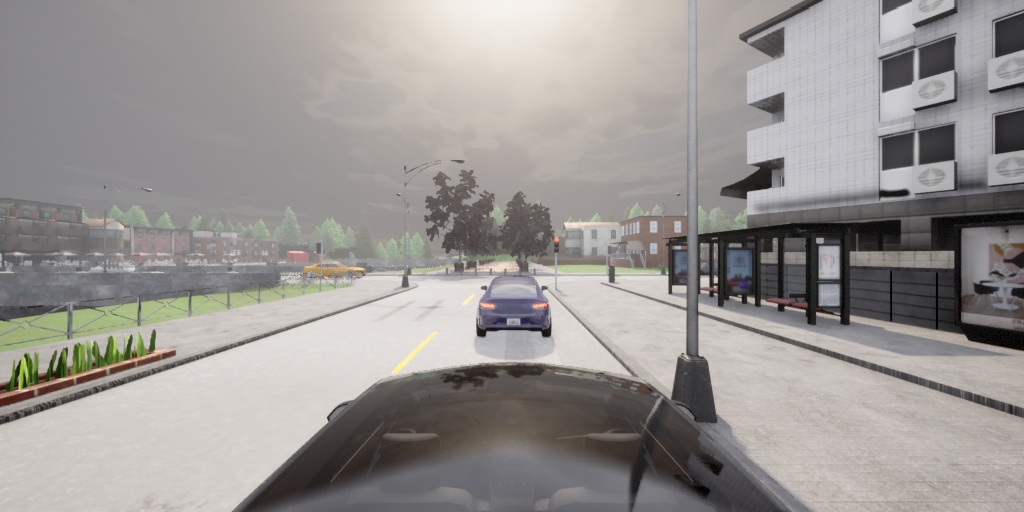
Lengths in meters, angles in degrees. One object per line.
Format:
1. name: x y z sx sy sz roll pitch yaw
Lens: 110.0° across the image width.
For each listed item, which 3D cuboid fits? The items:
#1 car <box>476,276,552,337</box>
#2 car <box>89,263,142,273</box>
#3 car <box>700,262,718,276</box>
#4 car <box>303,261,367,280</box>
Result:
1. car: 0.063 1.276 10.161 1.812 1.442 4.674 0 0 1
2. car: -32.928 1.275 30.395 4.674 1.442 1.812 0 0 0
3. car: 18.903 1.297 34.431 5.357 1.411 2.033 0 0 0
4. car: -14.908 1.228 30.326 5.008 1.535 1.882 0 0 0
